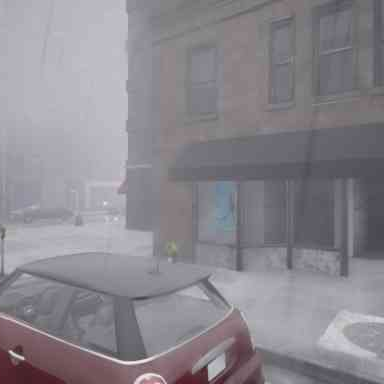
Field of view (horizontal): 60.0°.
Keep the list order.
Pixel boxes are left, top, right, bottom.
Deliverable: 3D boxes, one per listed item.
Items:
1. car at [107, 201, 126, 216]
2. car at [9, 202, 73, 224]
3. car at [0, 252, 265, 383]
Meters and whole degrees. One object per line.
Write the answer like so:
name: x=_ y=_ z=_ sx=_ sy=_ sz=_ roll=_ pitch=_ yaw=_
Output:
car: x=-6.225 y=1.555 z=32.622 sx=1.994 sy=1.385 sz=4.181 roll=0 pitch=0 yaw=35
car: x=-11.348 y=1.515 z=25.345 sx=1.812 sy=1.442 sz=4.674 roll=0 pitch=0 yaw=37
car: x=-1.376 y=1.440 z=3.830 sx=4.097 sy=1.590 sz=1.967 roll=0 pitch=0 yaw=36
